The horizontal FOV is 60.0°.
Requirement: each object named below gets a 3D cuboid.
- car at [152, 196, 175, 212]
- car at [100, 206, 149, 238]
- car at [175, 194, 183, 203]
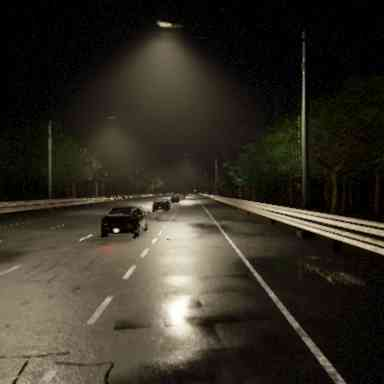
[{"bbox_3d":[-3.499,1.493,38.913,2.128,1.511,4.902,0,0,0],"label":"car"},{"bbox_3d":[-3.500,1.517,17.779,1.837,1.490,4.892,0,0,0],"label":"car"},{"bbox_3d":[-3.493,1.508,68.897,2.033,1.411,5.357,0,0,0],"label":"car"}]
